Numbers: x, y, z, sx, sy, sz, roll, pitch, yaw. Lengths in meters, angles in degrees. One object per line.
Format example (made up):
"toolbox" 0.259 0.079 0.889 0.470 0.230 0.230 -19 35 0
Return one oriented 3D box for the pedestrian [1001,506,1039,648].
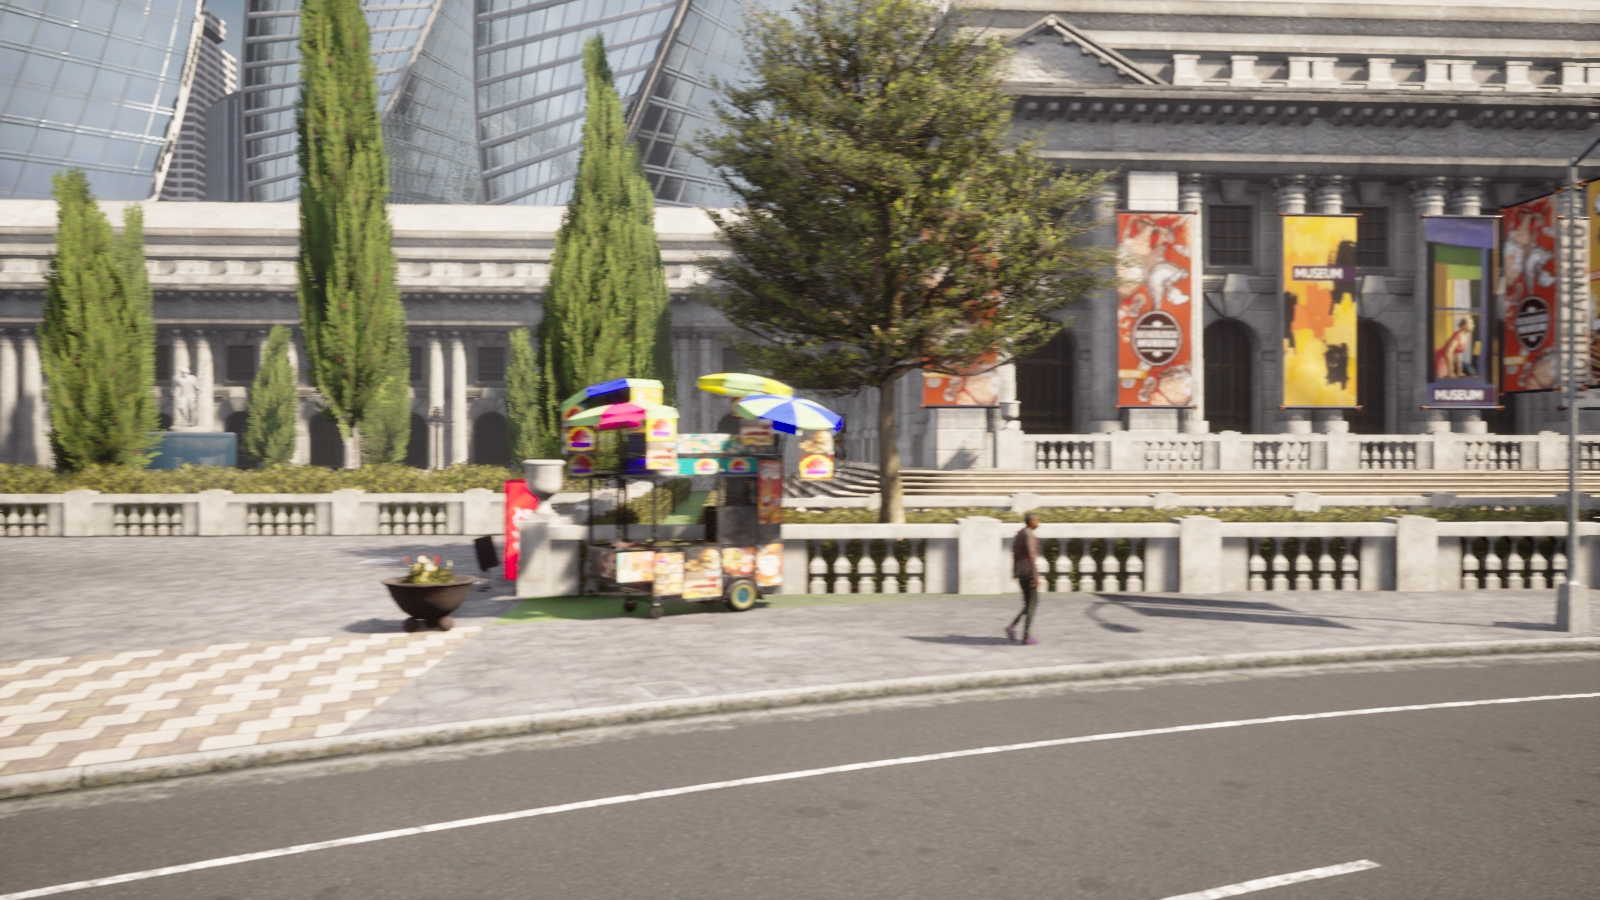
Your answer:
"pedestrian" 2.959 1.689 15.378 0.375 1.860 0.375 0 0 -17
